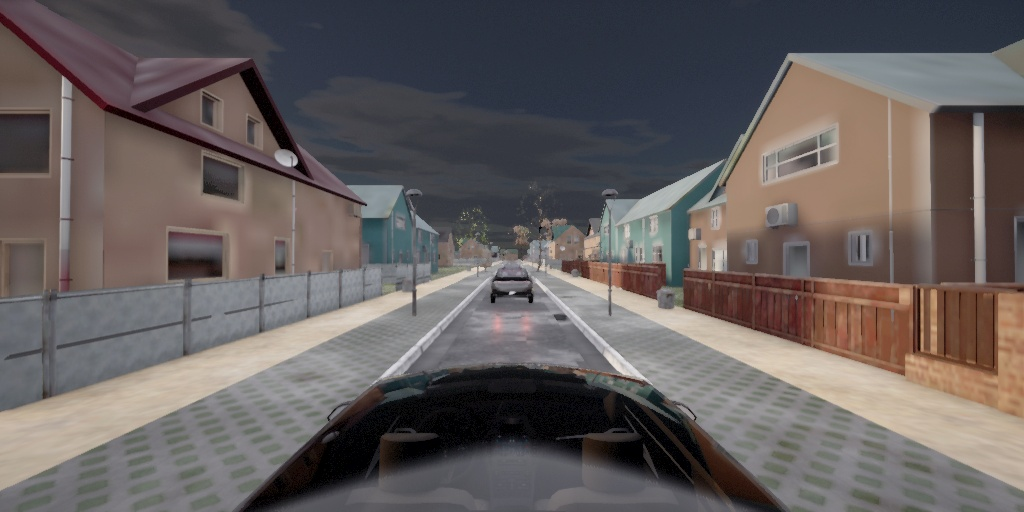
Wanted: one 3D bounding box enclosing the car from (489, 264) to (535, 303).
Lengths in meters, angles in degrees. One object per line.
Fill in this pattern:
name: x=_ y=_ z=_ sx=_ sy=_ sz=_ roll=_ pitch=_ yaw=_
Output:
car: x=0.000 y=1.252 z=16.502 sx=2.128 sy=1.511 sz=4.902 roll=0 pitch=0 yaw=0
